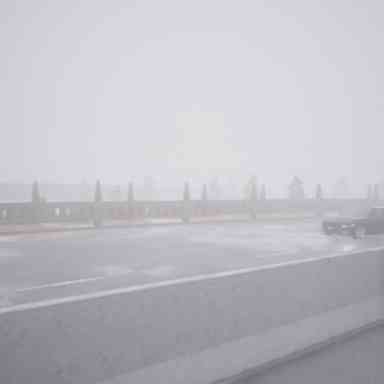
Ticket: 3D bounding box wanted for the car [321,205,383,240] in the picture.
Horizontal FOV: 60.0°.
[{"bbox_3d":[8.770,1.437,16.727,5.008,1.535,1.882,0,0,-25],"label":"car"}]
